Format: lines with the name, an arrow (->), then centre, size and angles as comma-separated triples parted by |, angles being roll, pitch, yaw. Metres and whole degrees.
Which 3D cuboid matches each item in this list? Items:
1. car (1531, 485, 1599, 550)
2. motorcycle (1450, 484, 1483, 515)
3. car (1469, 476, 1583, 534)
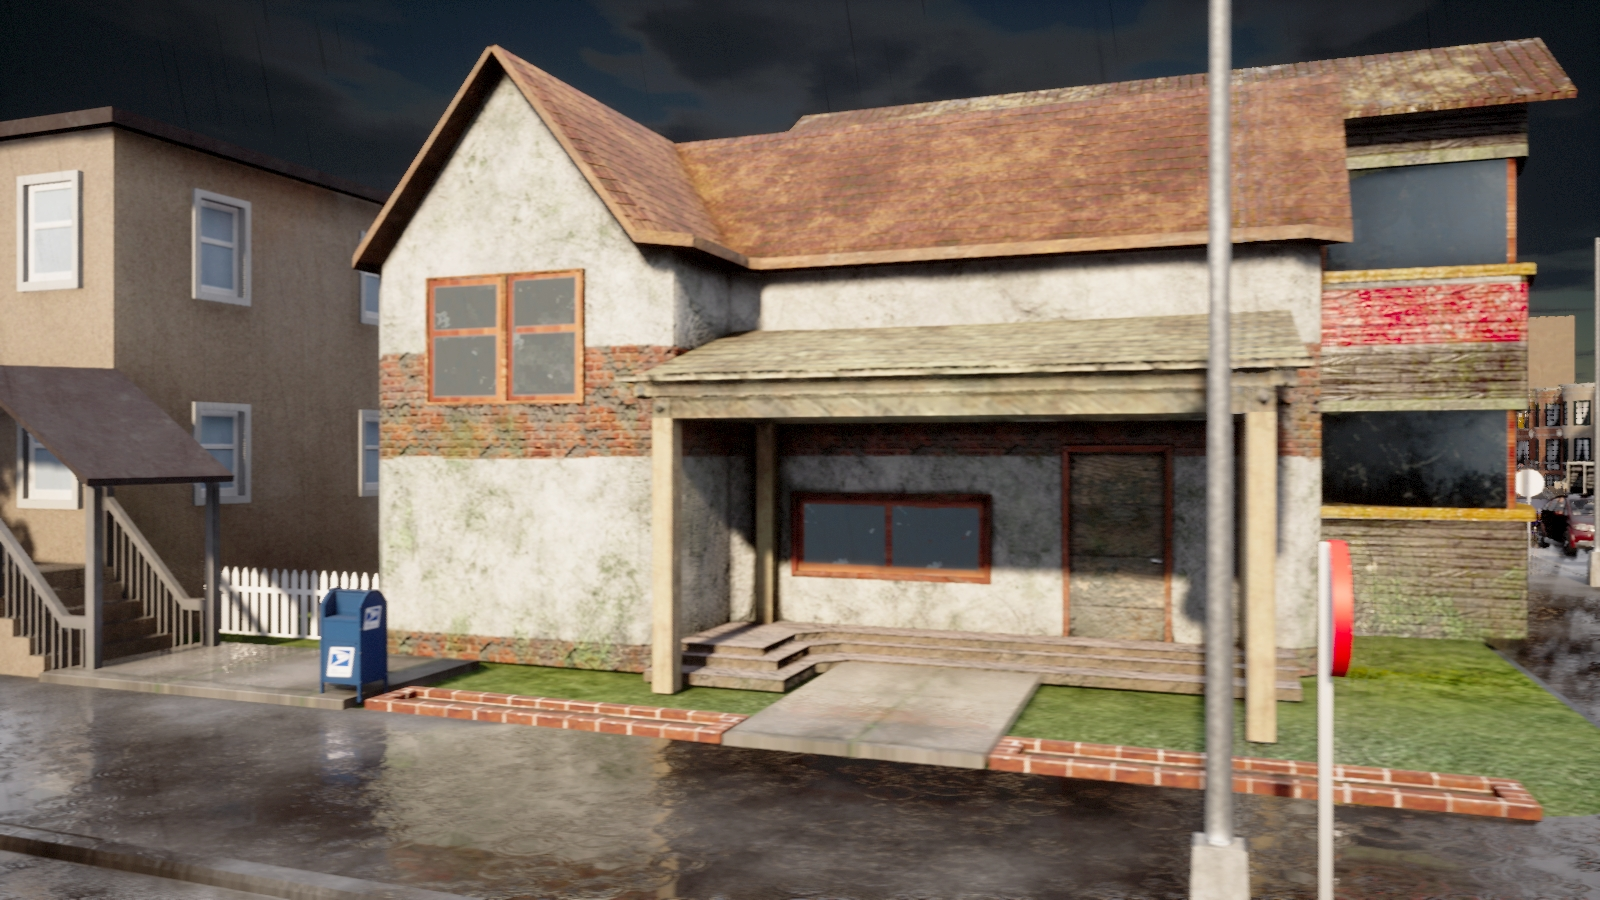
car -> 21.470, 1.798, 31.171 | 1.789, 1.549, 3.705 | 0, 0, 20
motorcycle -> 27.015, 1.993, 46.364 | 0.803, 1.145, 2.033 | 0, 0, 20
car -> 23.876, 1.748, 37.755 | 2.242, 1.667, 4.611 | 0, 0, 20
